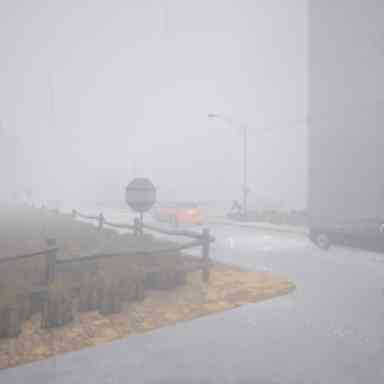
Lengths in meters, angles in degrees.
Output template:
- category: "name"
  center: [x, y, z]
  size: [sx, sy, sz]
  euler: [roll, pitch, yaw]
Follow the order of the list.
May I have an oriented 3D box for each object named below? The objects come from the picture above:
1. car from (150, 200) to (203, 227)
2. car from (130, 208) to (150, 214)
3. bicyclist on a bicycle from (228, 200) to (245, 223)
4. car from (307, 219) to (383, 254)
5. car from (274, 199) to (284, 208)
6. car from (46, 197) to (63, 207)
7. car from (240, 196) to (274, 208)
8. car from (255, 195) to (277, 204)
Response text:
- category: "car"
  center: [-1.084, 1.432, 23.942]
  size: [2.097, 1.767, 4.553]
  euler: [0, 0, -27]
- category: "car"
  center: [-4.480, 1.635, 36.896]
  size: [4.674, 1.442, 1.812]
  euler: [1, 0, -25]
- category: "bicyclist on a bicycle"
  center: [3.231, 1.404, 24.188]
  size: [1.656, 1.620, 0.582]
  euler: [0, 0, -36]
- category: "car"
  center: [6.846, 1.681, 12.630]
  size: [1.895, 1.301, 4.718]
  euler: [0, 0, -36]
- category: "car"
  center: [12.634, 1.739, 53.959]
  size: [2.242, 1.667, 4.611]
  euler: [0, 0, -36]
- category: "car"
  center: [-21.891, 1.557, 52.940]
  size: [1.882, 1.535, 5.008]
  euler: [0, 0, -33]
- category: "car"
  center: [8.635, 1.687, 45.886]
  size: [5.008, 1.535, 1.882]
  euler: [1, 0, -36]
- category: "car"
  center: [16.145, 1.655, 72.927]
  size: [1.932, 1.855, 4.605]
  euler: [0, 0, -36]
